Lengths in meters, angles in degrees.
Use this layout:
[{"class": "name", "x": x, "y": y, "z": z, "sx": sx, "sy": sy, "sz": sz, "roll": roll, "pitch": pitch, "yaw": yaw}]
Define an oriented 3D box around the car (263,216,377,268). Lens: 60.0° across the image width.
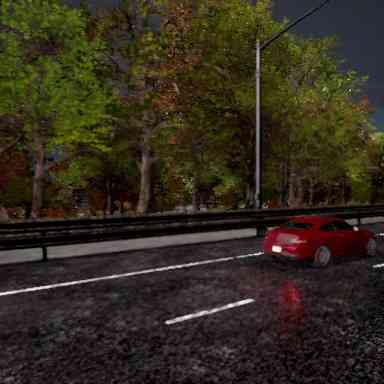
[{"class": "car", "x": 4.380, "y": 1.527, "z": 11.224, "sx": 4.674, "sy": 1.442, "sz": 1.812, "roll": 0, "pitch": 0, "yaw": -36}]
